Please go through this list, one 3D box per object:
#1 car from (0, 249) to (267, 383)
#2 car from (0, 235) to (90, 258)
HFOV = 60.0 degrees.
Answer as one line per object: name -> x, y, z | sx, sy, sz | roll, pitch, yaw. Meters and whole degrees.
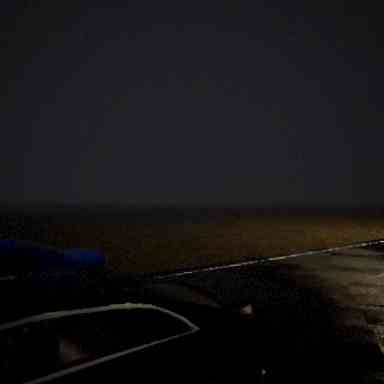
car -> -1.561, 1.493, 2.572 | 4.902, 1.511, 2.128 | 1, 0, -35
car -> -3.755, 1.475, 4.998 | 5.008, 1.535, 1.882 | 1, 0, -35
